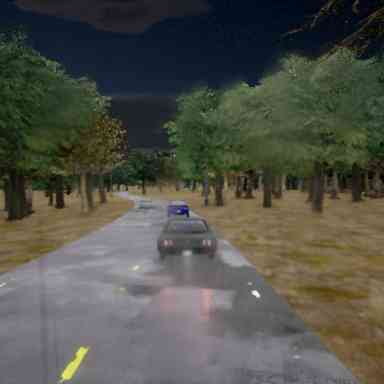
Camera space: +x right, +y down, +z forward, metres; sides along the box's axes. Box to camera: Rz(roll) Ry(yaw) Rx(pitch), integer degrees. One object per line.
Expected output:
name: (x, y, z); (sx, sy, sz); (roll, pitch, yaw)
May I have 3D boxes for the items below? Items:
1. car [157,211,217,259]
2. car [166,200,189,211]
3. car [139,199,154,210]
car: (-0.207, 1.596, 12.488); (1.895, 1.301, 4.718); (0, 0, -2)
car: (-1.333, 1.453, 30.364); (1.882, 1.535, 5.008); (0, 0, -5)
car: (-5.874, 1.569, 43.207); (1.895, 1.301, 4.718); (0, 0, -7)
